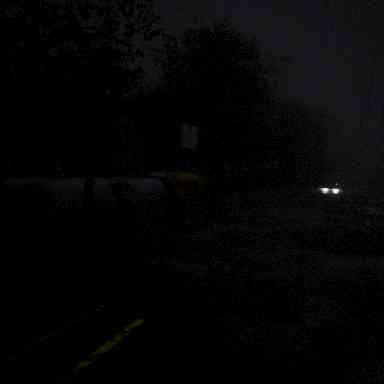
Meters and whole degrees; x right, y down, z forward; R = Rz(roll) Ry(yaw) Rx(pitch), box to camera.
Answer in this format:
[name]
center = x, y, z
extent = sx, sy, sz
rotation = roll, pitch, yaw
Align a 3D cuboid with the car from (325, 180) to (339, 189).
[car]
center = 21.824, -1.247, 51.720
extent = 1.895, 1.301, 4.718
rotation = 5, 5, 26
